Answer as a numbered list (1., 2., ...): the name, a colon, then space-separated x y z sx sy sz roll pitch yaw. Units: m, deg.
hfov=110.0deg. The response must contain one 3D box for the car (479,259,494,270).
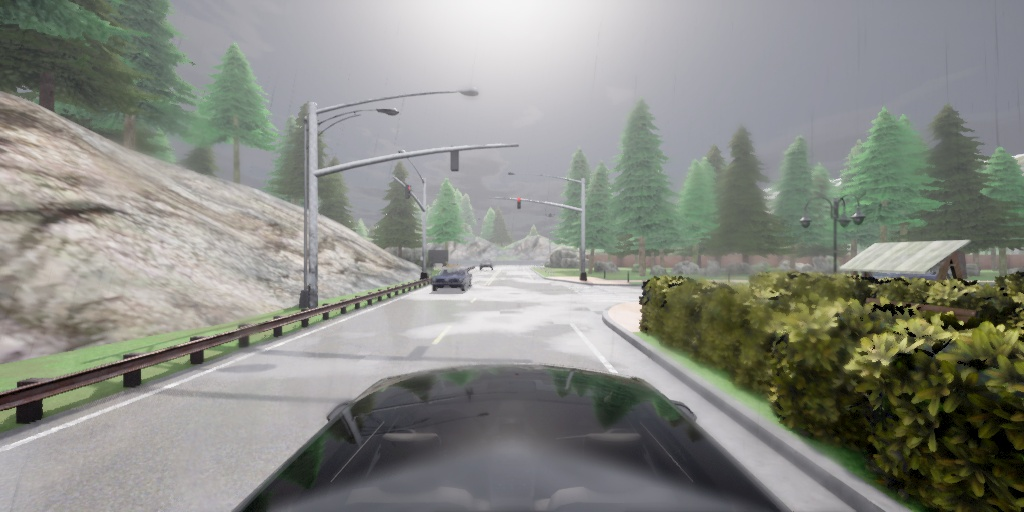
1. car: -3.502 1.105 49.596 1.837 1.490 4.892 0 0 0

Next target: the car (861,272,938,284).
1. car: 24.266 1.436 22.780 4.674 1.442 1.812 0 0 1

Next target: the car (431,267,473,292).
1. car: -3.500 1.357 21.506 1.895 1.301 4.718 0 0 0
